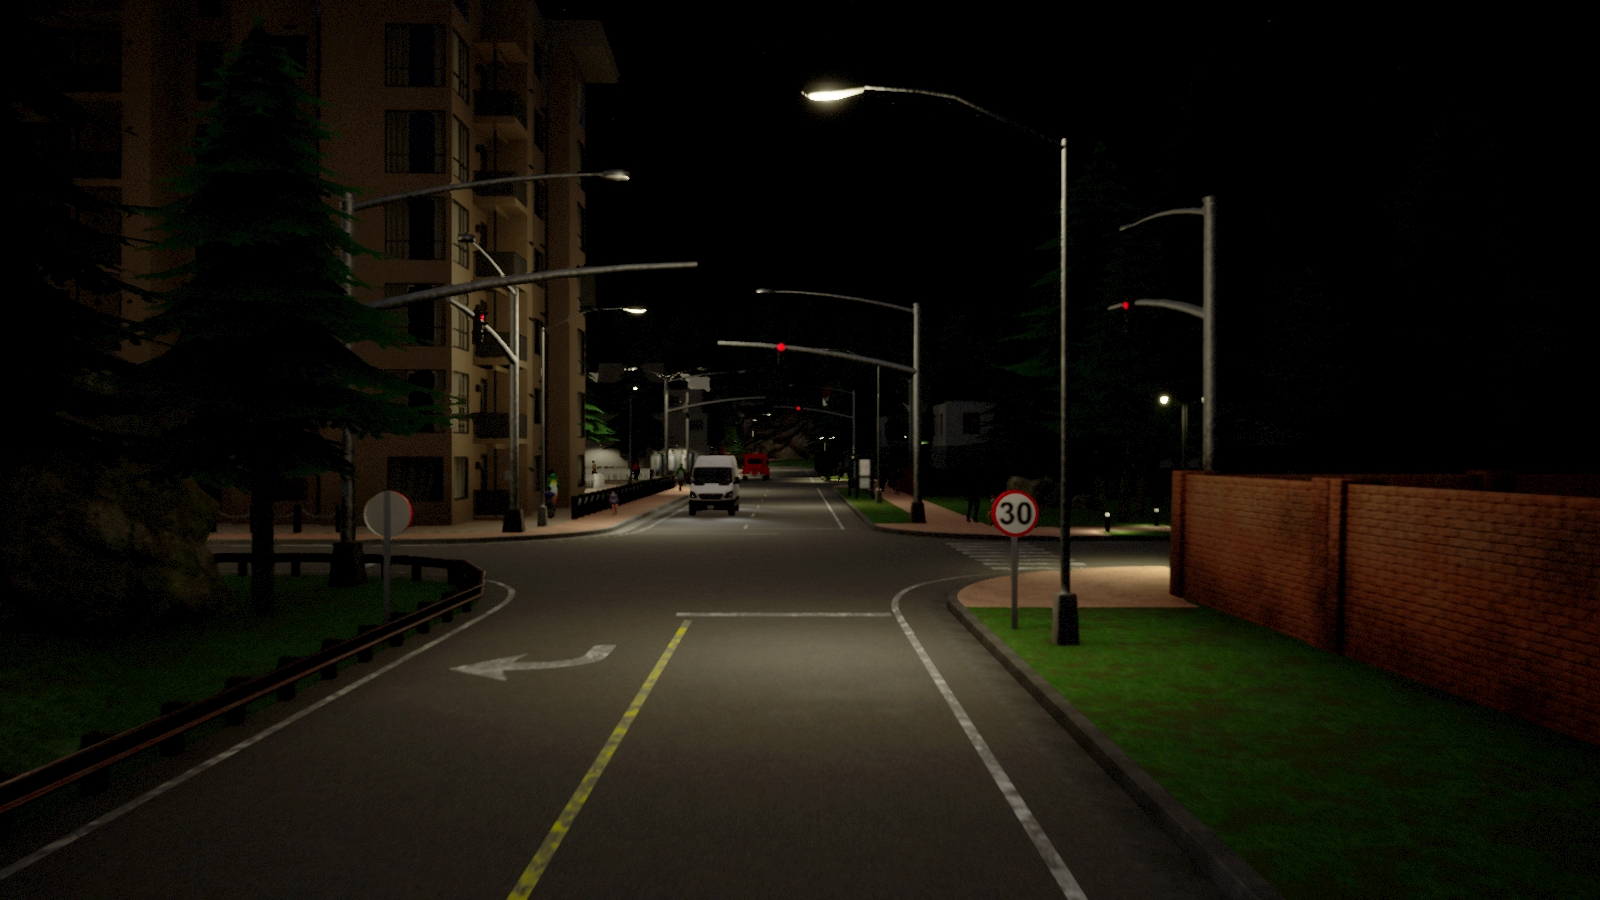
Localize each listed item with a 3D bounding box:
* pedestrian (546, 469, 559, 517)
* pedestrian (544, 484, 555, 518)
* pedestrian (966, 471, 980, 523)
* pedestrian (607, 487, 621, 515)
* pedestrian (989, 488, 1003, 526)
[{"bbox_3d":[-9.744,1.679,44.986,0.375,1.860,0.375,0,0,-37],"label":"pedestrian"},{"bbox_3d":[-9.699,1.958,44.230,0.375,1.300,0.375,0,0,-16],"label":"pedestrian"},{"bbox_3d":[6.224,1.676,41.192,0.375,1.860,0.375,0,0,-14],"label":"pedestrian"},{"bbox_3d":[-7.514,2.058,46.167,0.500,1.100,0.500,0,0,-5],"label":"pedestrian"},{"bbox_3d":[6.770,1.957,39.506,0.375,1.300,0.375,0,0,27],"label":"pedestrian"}]
